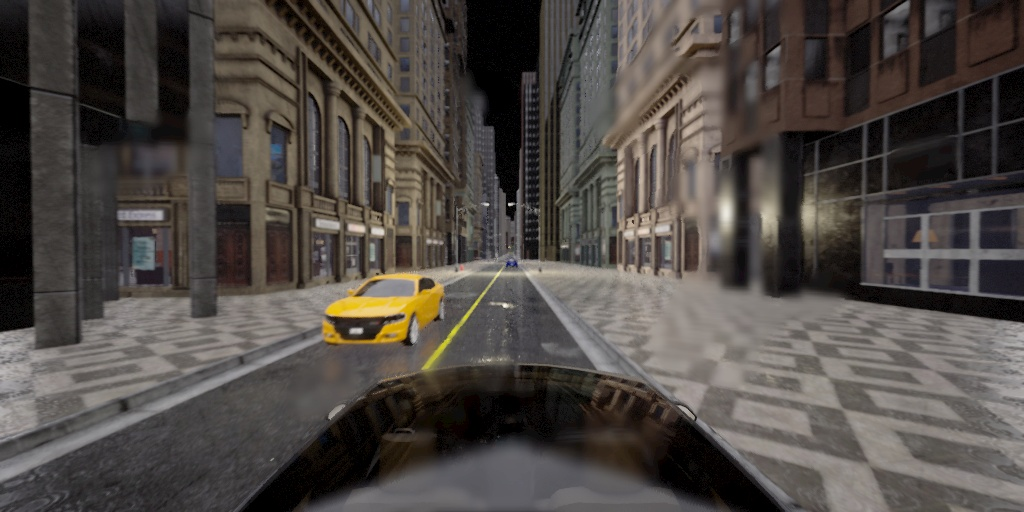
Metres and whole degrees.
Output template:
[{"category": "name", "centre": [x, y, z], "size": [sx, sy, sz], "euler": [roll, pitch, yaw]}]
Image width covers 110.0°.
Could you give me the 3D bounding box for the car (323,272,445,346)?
[{"category": "car", "centre": [-3.083, 1.226, 9.621], "size": [1.882, 1.535, 5.008], "euler": [0, 0, 0]}]

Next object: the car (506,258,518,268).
[{"category": "car", "centre": [-0.008, 1.194, 58.995], "size": [1.882, 1.535, 5.008], "euler": [0, 0, 0]}]
